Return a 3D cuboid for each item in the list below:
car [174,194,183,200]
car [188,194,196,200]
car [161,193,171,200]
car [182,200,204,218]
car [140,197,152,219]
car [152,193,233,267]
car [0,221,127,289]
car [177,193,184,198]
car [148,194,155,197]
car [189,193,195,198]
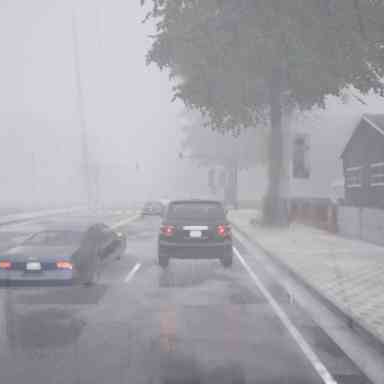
[{"bbox_3d":[-3.260,1.193,82.901,2.128,1.511,4.902,0,0,0],"label":"car"},{"bbox_3d":[-0.010,1.193,83.313,1.812,1.442,4.674,0,0,0],"label":"car"},{"bbox_3d":[-6.510,1.047,82.535,2.097,1.767,4.553,0,0,0],"label":"car"},{"bbox_3d":[0.096,1.485,30.199,1.895,1.301,4.718,0,0,0],"label":"car"},{"bbox_3d":[-3.154,1.440,27.990,2.033,1.411,5.357,0,0,0],"label":"car"},{"bbox_3d":[0.098,1.176,11.379,2.150,2.045,5.566,0,0,0],"label":"car"},{"bbox_3d":[-3.153,1.511,9.132,2.033,1.411,5.357,0,0,0],"label":"car"},{"bbox_3d":[-3.261,1.055,94.986,2.033,1.411,5.357,0,0,0],"label":"car"},{"bbox_3d":[-9.760,1.216,82.508,1.812,1.442,4.674,0,0,0],"label":"car"},{"bbox_3d":[-0.011,1.039,94.987,1.812,1.442,4.674,0,0,0],"label":"car"}]
